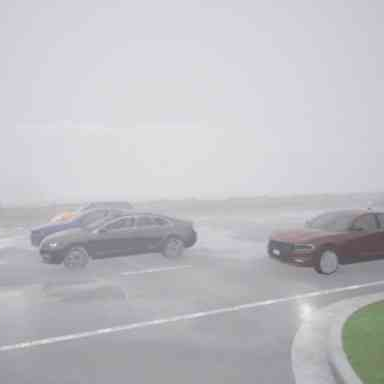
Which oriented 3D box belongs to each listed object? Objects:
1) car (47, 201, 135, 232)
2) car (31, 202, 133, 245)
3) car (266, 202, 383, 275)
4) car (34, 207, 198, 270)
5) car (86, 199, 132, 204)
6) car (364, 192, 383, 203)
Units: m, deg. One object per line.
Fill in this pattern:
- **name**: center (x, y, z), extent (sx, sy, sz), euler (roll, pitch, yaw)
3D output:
- **car**: center (-6.191, 1.400, 20.444), extent (4.902, 1.511, 2.128), euler (-2, 1, -22)
- **car**: center (-3.929, 1.407, 13.811), extent (5.008, 1.535, 1.882), euler (-2, 1, -22)
- **car**: center (4.521, 1.253, 9.643), extent (5.008, 1.535, 1.882), euler (-1, 1, -22)
- **car**: center (-2.218, 1.414, 10.724), extent (4.902, 1.511, 2.128), euler (-2, 1, -22)
- **car**: center (-4.942, 1.267, 17.174), extent (4.553, 1.767, 2.097), euler (-2, 1, -22)
- **car**: center (17.761, 0.725, 29.983), extent (4.902, 1.511, 2.128), euler (-2, 1, -22)
